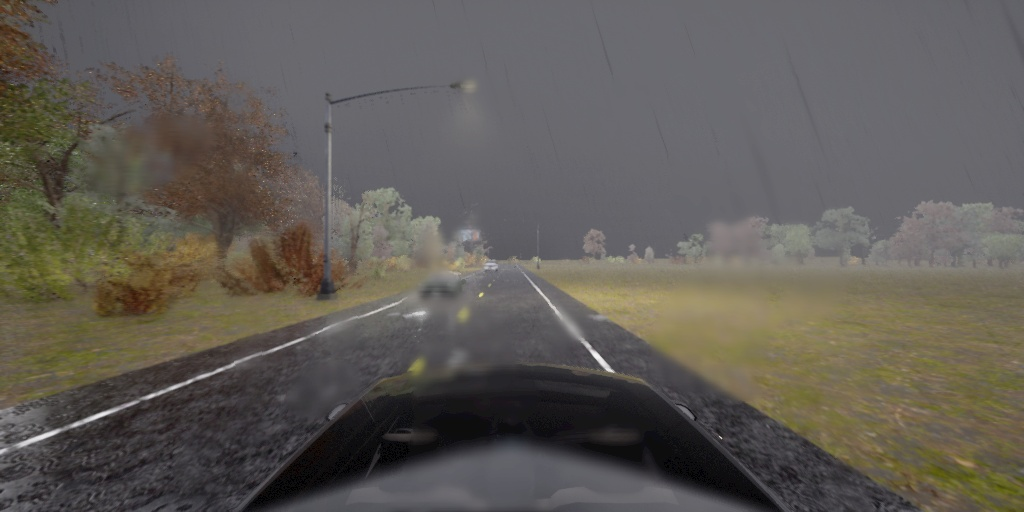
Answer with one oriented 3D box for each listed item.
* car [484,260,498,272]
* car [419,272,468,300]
[{"bbox_3d":[-3.530,1.630,60.872,2.150,2.045,5.566,0,-1,1],"label":"car"},{"bbox_3d":[-3.600,1.550,19.369,1.895,1.301,4.718,0,-1,0],"label":"car"}]
